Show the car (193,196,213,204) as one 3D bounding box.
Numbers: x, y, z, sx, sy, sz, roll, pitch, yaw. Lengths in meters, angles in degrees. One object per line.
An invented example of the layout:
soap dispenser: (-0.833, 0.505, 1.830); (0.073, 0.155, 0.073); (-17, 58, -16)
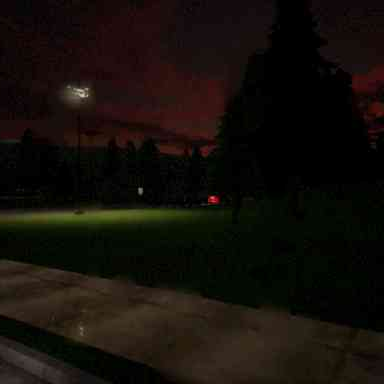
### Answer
car: (2.171, 1.522, 64.418); (1.812, 1.442, 4.674); (0, 0, 33)

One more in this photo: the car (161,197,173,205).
car: (-2.768, 1.560, 56.681); (1.994, 1.385, 4.181); (0, 0, 33)

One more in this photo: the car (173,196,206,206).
car: (-0.319, 1.488, 54.038); (2.128, 1.511, 4.902); (0, 0, 33)

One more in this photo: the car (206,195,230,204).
car: (5.125, 1.218, 62.540); (2.150, 2.045, 5.566); (0, 0, 33)

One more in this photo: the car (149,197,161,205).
car: (-5.703, 1.559, 58.587); (1.994, 1.385, 4.181); (0, 0, 33)

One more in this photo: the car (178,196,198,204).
car: (-0.766, 1.521, 66.321); (1.812, 1.442, 4.674); (0, 0, 33)
